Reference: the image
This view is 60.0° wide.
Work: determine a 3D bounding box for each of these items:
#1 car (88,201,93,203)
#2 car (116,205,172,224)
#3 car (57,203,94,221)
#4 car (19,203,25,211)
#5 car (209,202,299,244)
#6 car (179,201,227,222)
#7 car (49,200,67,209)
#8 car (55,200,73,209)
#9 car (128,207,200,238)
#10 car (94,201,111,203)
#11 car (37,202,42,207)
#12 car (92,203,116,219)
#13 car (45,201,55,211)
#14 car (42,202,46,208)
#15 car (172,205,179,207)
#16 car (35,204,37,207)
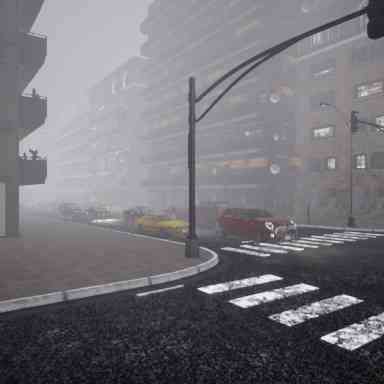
[{"bbox_3d":[-17.769,2.477,51.730,2.033,1.411,5.357,0,-1,-37],"label":"car"},{"bbox_3d":[-4.080,1.932,27.487,2.128,1.511,4.902,0,-1,-36],"label":"car"},{"bbox_3d":[-11.924,2.165,33.829,1.887,1.381,4.507,-1,0,-36],"label":"car"},{"bbox_3d":[-31.938,2.772,61.293,1.887,1.381,4.507,-1,0,-36],"label":"car"},{"bbox_3d":[3.209,1.561,17.121,2.097,1.767,4.553,0,-1,-32],"label":"car"},{"bbox_3d":[1.451,1.717,29.641,2.192,1.841,5.009,-1,0,-36],"label":"car"},{"bbox_3d":[-28.568,2.627,70.835,2.192,1.841,5.009,-1,0,-36],"label":"car"},{"bbox_3d":[-16.296,2.166,44.318,2.097,1.767,4.553,0,-1,-36],"label":"car"},{"bbox_3d":[-1.818,1.835,19.960,1.752,1.417,4.829,-1,0,-36],"label":"car"},{"bbox_3d":[-12.430,2.294,49.555,1.801,1.575,5.366,0,-1,-36],"label":"car"},{"bbox_3d":[-35.233,3.053,79.989,1.887,1.381,4.507,-1,0,-36],"label":"car"},{"bbox_3d":[-10.265,2.194,35.996,1.994,1.385,4.181,0,-1,-36],"label":"car"},{"bbox_3d":[-25.277,2.758,62.006,1.895,1.301,4.718,0,-1,-36],"label":"car"},{"bbox_3d":[-31.897,2.976,75.411,1.947,1.339,4.313,-1,0,-36],"label":"car"},{"bbox_3d":[-1.879,2.049,34.217,1.887,1.381,4.507,-1,0,-36],"label":"car"},{"bbox_3d":[-38.564,3.171,84.569,1.947,1.339,4.313,-1,0,-36],"label":"car"}]
